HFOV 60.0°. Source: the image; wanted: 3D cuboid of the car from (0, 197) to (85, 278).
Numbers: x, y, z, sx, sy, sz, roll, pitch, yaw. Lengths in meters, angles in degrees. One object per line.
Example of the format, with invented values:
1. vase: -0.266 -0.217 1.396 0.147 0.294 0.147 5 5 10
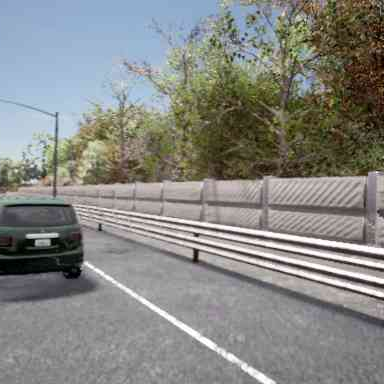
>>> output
1. car: -4.743 1.182 9.509 2.150 2.045 5.566 2 -1 -33
